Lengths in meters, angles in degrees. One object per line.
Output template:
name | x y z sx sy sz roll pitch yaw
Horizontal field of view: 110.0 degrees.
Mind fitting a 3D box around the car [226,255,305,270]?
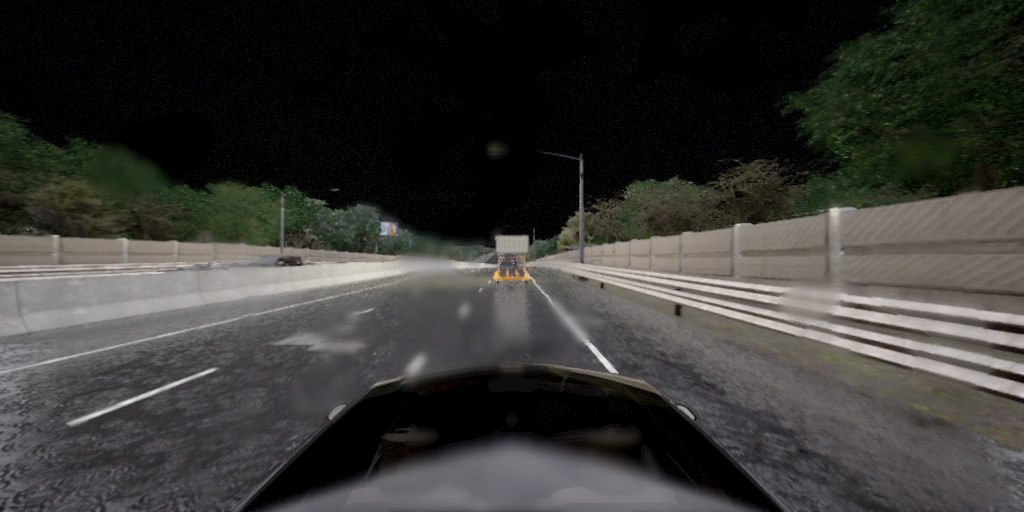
car | -17.581 0.977 26.401 2.150 2.045 5.566 0 0 0

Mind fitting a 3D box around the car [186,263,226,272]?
car | -21.079 1.246 27.023 2.128 1.511 4.902 0 0 0

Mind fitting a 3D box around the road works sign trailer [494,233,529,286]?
road works sign trailer | 0.004 0.220 25.188 2.380 3.560 2.880 0 0 0

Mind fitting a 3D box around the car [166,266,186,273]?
car | -24.570 1.321 27.913 1.994 1.385 4.181 0 0 0
